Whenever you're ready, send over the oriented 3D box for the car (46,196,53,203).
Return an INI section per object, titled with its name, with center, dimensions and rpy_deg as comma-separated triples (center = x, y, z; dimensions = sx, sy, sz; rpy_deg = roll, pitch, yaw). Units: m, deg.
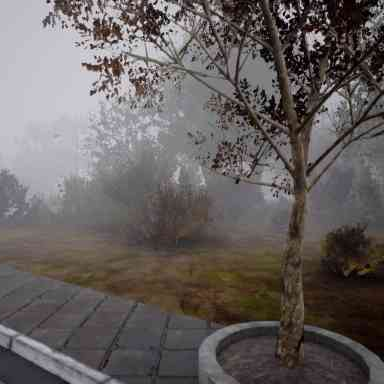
[car]
center = -18.041, 1.269, 42.232
dimensions = 2.033, 1.411, 5.357
rpy_deg = 1, 0, 32
